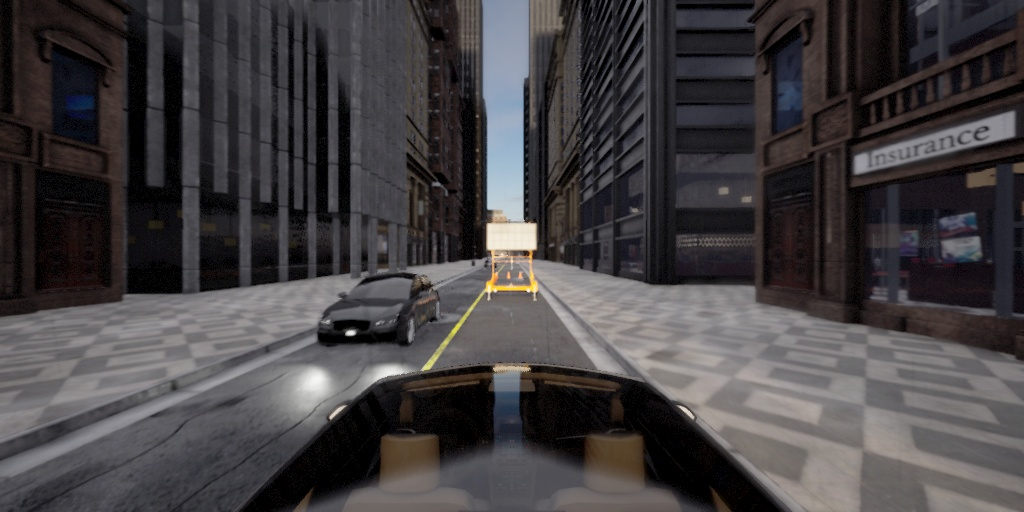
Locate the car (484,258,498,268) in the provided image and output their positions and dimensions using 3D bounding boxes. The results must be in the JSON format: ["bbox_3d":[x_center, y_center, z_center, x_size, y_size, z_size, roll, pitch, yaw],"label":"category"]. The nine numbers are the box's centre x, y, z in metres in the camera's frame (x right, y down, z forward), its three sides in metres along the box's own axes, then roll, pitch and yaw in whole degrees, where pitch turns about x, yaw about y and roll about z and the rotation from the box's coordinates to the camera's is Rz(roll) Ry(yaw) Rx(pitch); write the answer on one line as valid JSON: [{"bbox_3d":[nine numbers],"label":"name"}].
[{"bbox_3d":[-3.079,1.023,52.730,2.128,1.511,4.902,0,0,0],"label":"car"}]

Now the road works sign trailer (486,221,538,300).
[{"bbox_3d":[-0.005,0.145,17.103,2.380,3.560,2.880,0,0,0],"label":"road works sign trailer"}]

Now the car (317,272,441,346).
[{"bbox_3d":[-3.102,1.219,9.317,1.837,1.490,4.892,0,0,0],"label":"car"}]
